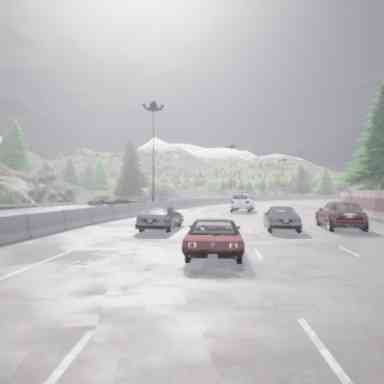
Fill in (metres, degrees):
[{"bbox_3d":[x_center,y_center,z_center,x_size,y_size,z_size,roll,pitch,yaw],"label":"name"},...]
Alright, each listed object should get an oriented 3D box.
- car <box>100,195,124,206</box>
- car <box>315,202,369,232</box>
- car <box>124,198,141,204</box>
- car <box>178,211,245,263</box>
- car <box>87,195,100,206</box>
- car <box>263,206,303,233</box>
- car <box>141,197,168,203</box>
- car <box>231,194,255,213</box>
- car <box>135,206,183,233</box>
[{"bbox_3d":[-11.765,1.434,52.036,1.882,1.535,5.008,0,0,20],"label":"car"},{"bbox_3d":[8.987,1.363,20.327,2.097,1.767,4.553,0,0,9],"label":"car"},{"bbox_3d":[-8.120,1.565,51.934,1.895,1.301,4.718,0,0,20],"label":"car"},{"bbox_3d":[0.808,1.598,11.959,1.895,1.301,4.718,0,0,5],"label":"car"},{"bbox_3d":[-14.894,1.301,53.669,2.097,1.767,4.553,0,0,20],"label":"car"},{"bbox_3d":[5.307,1.551,19.803,2.033,1.411,5.357,0,0,9],"label":"car"},{"bbox_3d":[-5.193,1.448,49.696,1.882,1.535,5.008,0,0,20],"label":"car"},{"bbox_3d":[5.787,1.219,37.704,2.150,2.045,5.566,0,0,16],"label":"car"},{"bbox_3d":[-1.794,1.536,19.645,2.033,1.411,5.357,0,0,9],"label":"car"}]
